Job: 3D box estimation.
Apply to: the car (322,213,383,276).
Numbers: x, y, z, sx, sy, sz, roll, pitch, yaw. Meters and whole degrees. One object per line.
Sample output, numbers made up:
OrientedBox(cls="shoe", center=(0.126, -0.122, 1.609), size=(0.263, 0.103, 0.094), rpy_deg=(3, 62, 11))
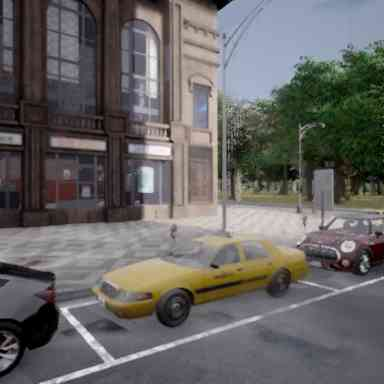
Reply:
OrientedBox(cls="car", center=(5.016, 1.427, 10.227), size=(4.097, 1.590, 1.967), rpy_deg=(0, 0, -35))

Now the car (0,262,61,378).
OrientedBox(cls="car", center=(-3.838, 1.567, 3.913), size=(4.313, 1.339, 1.947), rpy_deg=(0, 0, -35))

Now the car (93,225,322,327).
OrientedBox(cls="car", center=(0.451, 1.519, 6.972), size=(4.829, 1.417, 1.752), rpy_deg=(0, 0, -35))
